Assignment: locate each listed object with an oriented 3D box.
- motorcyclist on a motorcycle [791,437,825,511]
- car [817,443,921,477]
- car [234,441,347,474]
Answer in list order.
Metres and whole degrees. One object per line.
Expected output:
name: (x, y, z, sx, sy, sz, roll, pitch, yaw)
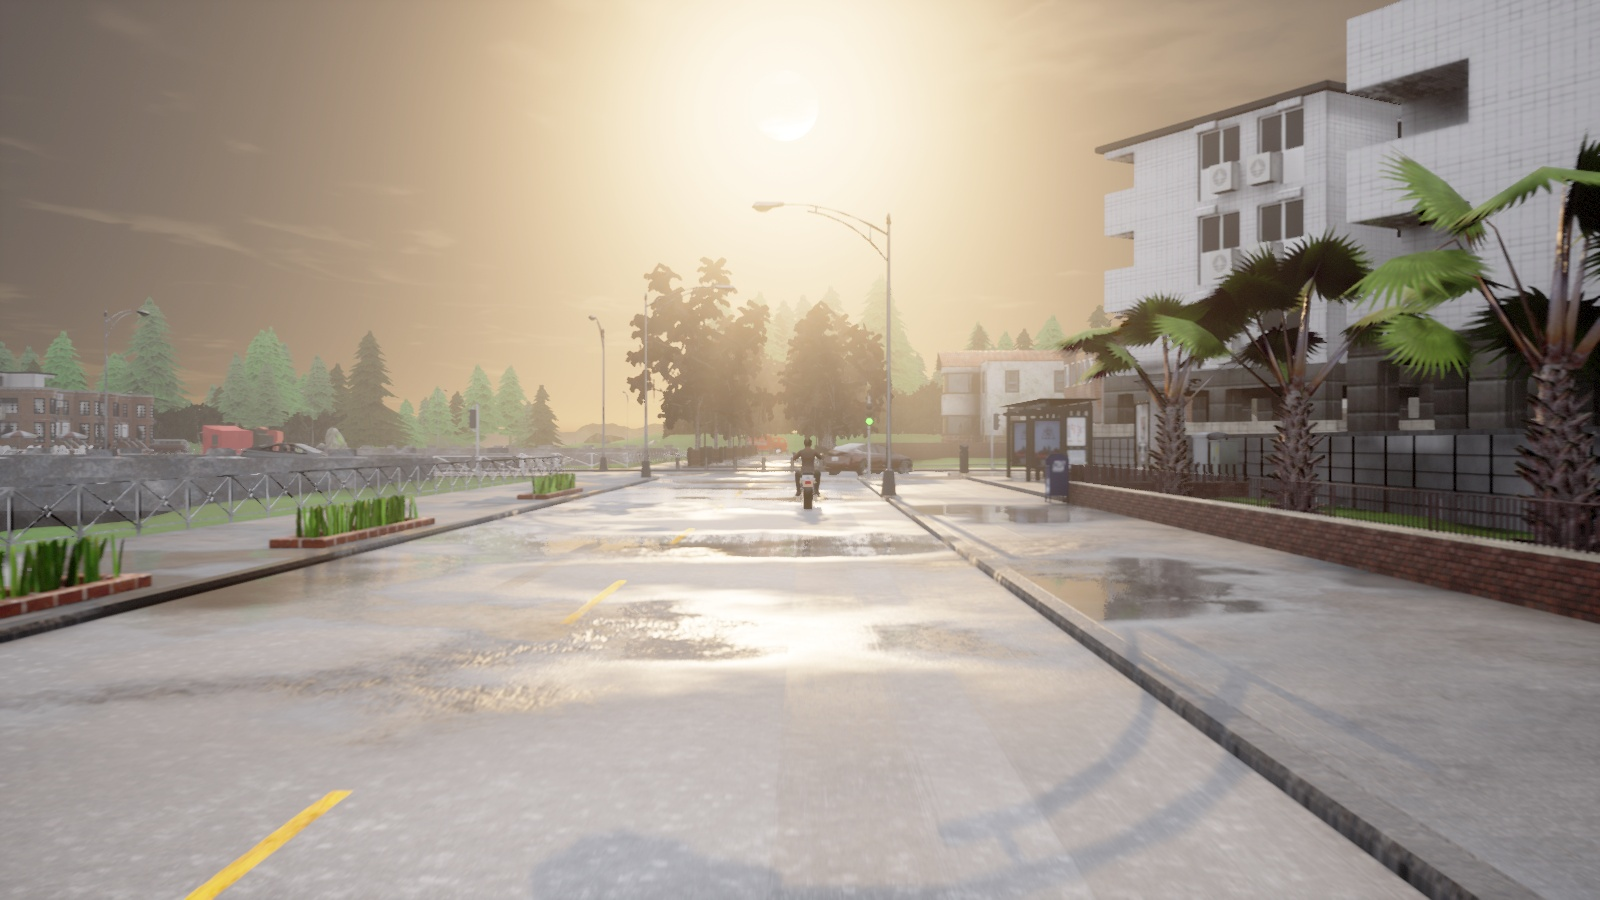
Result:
motorcyclist on a motorcycle: (0.184, 0.532, 29.280, 0.766, 1.649, 2.350, 0, 0, 0)
car: (3.203, 0.424, 57.676, 2.163, 1.488, 4.792, 0, 0, 43)
car: (-24.044, 0.339, 59.371, 4.514, 1.525, 2.007, 0, 0, 2)
